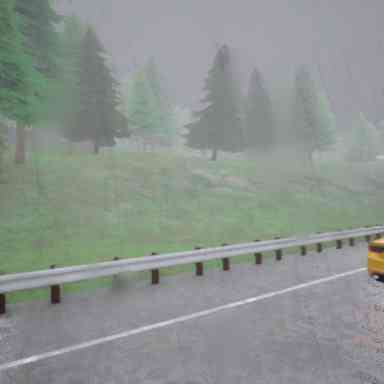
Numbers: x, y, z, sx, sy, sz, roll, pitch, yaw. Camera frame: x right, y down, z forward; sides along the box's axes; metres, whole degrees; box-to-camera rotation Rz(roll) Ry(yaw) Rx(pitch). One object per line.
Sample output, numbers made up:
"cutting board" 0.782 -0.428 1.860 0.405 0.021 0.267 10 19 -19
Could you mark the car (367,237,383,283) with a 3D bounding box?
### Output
"car" 6.413 1.480 8.482 5.008 1.535 1.882 0 0 -36
